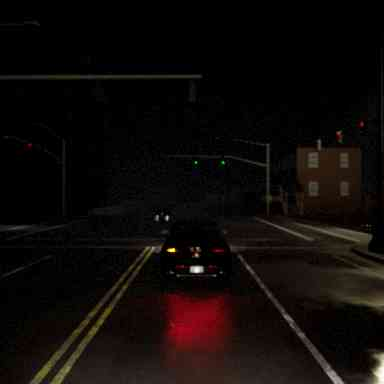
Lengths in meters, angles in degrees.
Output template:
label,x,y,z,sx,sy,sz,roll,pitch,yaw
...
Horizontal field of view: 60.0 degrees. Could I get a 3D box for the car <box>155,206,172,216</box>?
label,x,y,z,sx,sy,sz,roll,pitch,yaw
car,-3.610,2.489,43.143,2.033,1.411,5.357,0,-5,0

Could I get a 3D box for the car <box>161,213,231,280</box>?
label,x,y,z,sx,sy,sz,roll,pitch,yaw
car,0.089,1.610,10.320,1.837,1.490,4.892,0,0,-1

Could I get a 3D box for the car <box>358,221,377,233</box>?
label,x,y,z,sx,sy,sz,roll,pitch,yaw
car,15.846,2.830,26.308,4.892,1.490,1.837,9,-1,1

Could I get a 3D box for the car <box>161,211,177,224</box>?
label,x,y,z,sx,sy,sz,roll,pitch,yaw
car,-3.611,4.150,53.230,2.033,1.411,5.357,0,-12,0
